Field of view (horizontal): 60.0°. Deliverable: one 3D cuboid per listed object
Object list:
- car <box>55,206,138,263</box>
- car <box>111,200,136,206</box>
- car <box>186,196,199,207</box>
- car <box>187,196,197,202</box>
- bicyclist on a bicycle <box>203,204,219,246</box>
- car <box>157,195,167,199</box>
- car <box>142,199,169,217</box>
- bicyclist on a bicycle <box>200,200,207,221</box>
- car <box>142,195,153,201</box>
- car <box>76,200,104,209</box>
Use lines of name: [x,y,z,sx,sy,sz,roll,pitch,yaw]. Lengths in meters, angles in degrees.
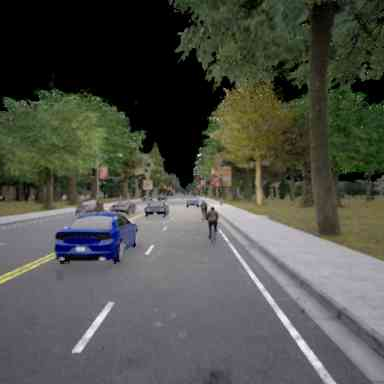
car: [-3.152,1.465,11.896,1.882,1.535,5.008,0,0,0]
car: [-6.597,1.509,32.211,2.033,1.411,5.357,0,0,0]
car: [0.098,1.494,50.202,2.033,1.411,5.357,0,0,0]
car: [-0.002,1.505,73.731,1.994,1.385,4.181,0,0,0]
bicyclist on a bicycle: [0.891,1.438,14.076,0.582,1.620,1.656,0,0,0]
car: [-6.502,1.437,72.771,2.033,1.411,5.357,0,0,0]
car: [-3.153,1.564,30.794,1.895,1.301,4.718,0,0,0]
bicyclist on a bicycle: [0.890,1.425,24.495,0.582,1.620,1.656,0,0,0]
car: [-9.752,1.450,72.771,1.994,1.385,4.181,0,0,0]
car: [-9.837,1.487,32.401,1.812,1.442,4.674,0,0,0]
